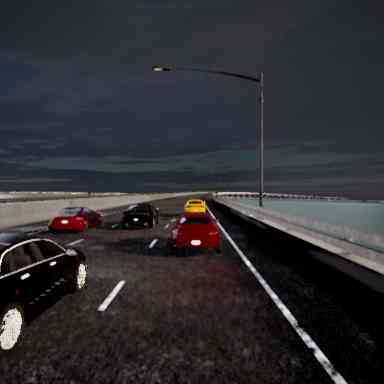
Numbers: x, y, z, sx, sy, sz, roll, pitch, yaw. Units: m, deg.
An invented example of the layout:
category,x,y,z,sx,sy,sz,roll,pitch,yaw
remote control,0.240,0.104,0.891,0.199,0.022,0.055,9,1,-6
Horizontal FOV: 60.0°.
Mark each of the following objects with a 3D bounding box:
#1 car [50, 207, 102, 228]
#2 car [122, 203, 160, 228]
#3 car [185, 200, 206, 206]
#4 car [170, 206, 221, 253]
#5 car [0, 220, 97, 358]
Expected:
category,x,y,z,sx,sy,sz,roll,pitch,yaw
car,-6.811,1.569,19.837,1.994,1.385,4.181,0,0,0
car,-3.292,1.482,22.173,1.882,1.535,5.008,0,0,0
car,0.307,1.480,31.753,1.882,1.535,5.008,0,0,1
car,0.134,1.530,13.492,1.812,1.442,4.674,0,0,0
car,-3.385,1.507,5.971,1.837,1.490,4.892,0,0,0
